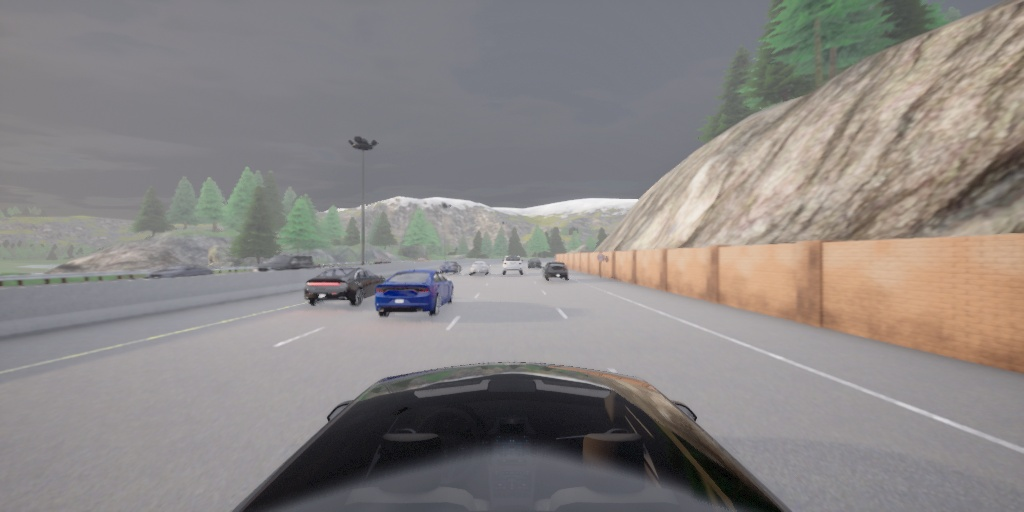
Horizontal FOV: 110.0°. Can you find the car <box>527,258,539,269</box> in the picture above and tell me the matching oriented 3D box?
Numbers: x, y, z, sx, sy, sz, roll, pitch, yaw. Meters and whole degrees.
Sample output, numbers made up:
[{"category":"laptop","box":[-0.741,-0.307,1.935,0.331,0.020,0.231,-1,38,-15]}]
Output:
[{"category":"car","box":[3.595,1.104,58.107,2.097,1.767,4.553,0,0,0]}]

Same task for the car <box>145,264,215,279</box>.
[{"category":"car","box":[-24.590,1.311,26.765,1.994,1.385,4.181,0,0,0]}]

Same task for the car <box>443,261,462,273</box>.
[{"category":"car","box":[-6.883,1.297,40.314,2.033,1.411,5.357,0,0,0]}]

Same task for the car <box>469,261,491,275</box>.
[{"category":"car","box":[-3.408,1.276,38.635,1.812,1.442,4.674,0,0,0]}]

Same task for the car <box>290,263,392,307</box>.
[{"category":"car","box":[-6.908,1.240,15.479,2.128,1.511,4.902,0,0,0]}]

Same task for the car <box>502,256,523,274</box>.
[{"category":"car","box":[0.092,0.972,40.704,2.150,2.045,5.566,0,0,0]}]

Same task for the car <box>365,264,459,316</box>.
[{"category":"car","box":[-3.407,1.227,13.329,1.882,1.535,5.008,0,0,0]}]

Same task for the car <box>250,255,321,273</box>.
[{"category":"car","box":[-17.586,0.972,27.960,2.150,2.045,5.566,0,0,0]}]

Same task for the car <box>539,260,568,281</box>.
[{"category":"car","box":[3.592,1.255,30.405,1.837,1.490,4.892,0,0,0]}]
